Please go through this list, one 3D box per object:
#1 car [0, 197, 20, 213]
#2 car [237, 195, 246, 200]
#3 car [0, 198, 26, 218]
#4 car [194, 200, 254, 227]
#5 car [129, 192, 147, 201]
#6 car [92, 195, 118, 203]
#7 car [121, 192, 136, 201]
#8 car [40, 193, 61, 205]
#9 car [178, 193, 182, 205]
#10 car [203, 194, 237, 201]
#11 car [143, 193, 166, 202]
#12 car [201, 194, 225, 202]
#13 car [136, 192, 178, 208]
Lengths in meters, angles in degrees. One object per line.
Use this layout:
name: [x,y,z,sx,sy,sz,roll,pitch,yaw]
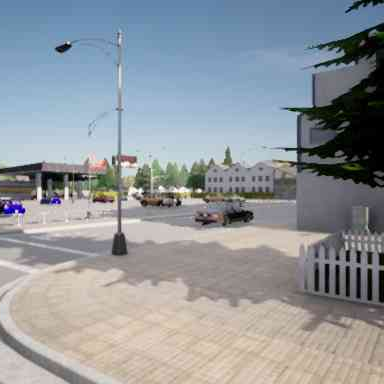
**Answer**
car: [-19.849,1.342,34.637,3.806,1.475,1.970,0,0,36]
car: [7.882,1.199,61.103,3.806,1.475,1.970,0,0,36]
car: [-15.607,1.340,27.858,3.633,1.501,1.845,0,0,36]
car: [2.310,1.519,22.801,2.033,1.411,5.357,0,0,36]
car: [-12.259,1.014,75.791,3.866,1.878,1.905,0,0,36]
car: [-15.748,1.243,58.854,4.514,1.523,2.007,0,0,36]
car: [-14.711,1.297,73.465,3.806,1.475,1.970,0,0,36]
car: [-21.668,1.265,50.803,3.633,1.501,1.845,0,0,36]
car: [-3.172,1.043,45.386,3.866,1.878,1.905,0,0,36]
car: [4.364,1.120,55.726,5.027,1.636,2.152,0,0,36]
car: [-7.836,1.044,68.501,4.605,1.855,1.932,0,0,36]
car: [4.343,1.256,68.214,4.514,1.523,2.007,0,0,36]
car: [-4.550,1.064,42.795,4.605,1.855,1.932,0,0,36]
